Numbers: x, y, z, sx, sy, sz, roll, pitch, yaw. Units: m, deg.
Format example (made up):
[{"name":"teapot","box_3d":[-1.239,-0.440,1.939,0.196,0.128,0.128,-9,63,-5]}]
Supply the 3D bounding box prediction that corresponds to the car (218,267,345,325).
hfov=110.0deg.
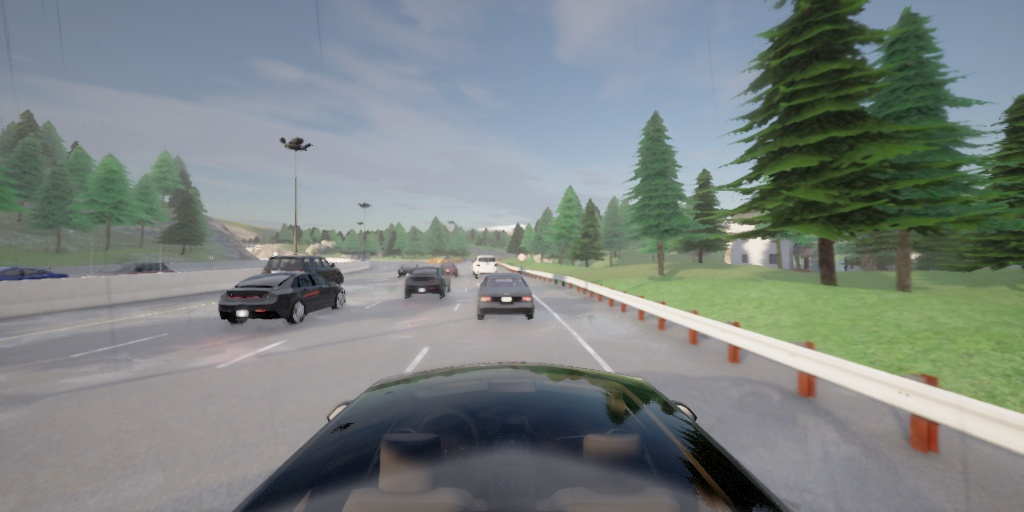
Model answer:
[{"name":"car","box_3d":[-7.266,1.272,11.908,1.837,1.490,4.892,0,0,-3]}]

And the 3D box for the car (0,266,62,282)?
[{"name":"car","box_3d":[-25.389,1.283,17.733,1.882,1.535,5.008,0,0,-5]}]

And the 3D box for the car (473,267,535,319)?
[{"name":"car","box_3d":[-0.291,1.300,12.843,2.033,1.411,5.357,0,0,-3]}]

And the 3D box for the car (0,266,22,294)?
[{"name":"car","box_3d":[-28.946,1.319,18.171,1.837,1.490,4.892,0,0,-5]}]

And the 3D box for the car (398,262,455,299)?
[{"name":"car","box_3d":[-4.209,1.267,18.386,1.837,1.490,4.892,0,0,-5]}]

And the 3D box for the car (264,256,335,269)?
[{"name":"car","box_3d":[-11.325,0.998,19.752,2.150,2.045,5.566,0,0,-5]}]

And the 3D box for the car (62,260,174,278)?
[{"name":"car","box_3d":[-22.196,1.150,20.797,2.097,1.767,4.553,0,0,-6]}]

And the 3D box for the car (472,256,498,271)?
[{"name":"car","box_3d":[-2.607,0.984,34.457,2.150,2.045,5.566,0,0,-9]}]

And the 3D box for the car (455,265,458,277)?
[{"name":"car","box_3d":[-6.453,1.334,36.153,1.994,1.385,4.181,0,0,-9]}]
